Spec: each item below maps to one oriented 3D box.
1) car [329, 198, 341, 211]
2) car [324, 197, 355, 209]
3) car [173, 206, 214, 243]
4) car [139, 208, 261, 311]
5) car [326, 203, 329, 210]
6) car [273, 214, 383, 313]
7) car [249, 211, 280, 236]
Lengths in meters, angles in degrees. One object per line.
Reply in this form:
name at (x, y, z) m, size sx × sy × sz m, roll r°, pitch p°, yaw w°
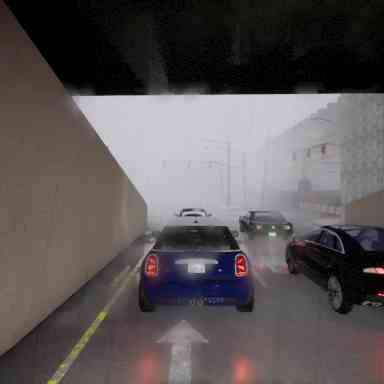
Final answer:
car at (17.406, 1.453, 34.753) m, size 2.038 × 1.542 × 4.974 m, roll 0°, pitch 0°, yaw -35°
car at (17.543, 1.295, 39.397) m, size 1.853 × 1.218 × 4.536 m, roll 0°, pitch 0°, yaw 45°
car at (0.065, 1.526, 16.961) m, size 1.812 × 1.442 × 4.674 m, roll 0°, pitch 0°, yaw 0°
car at (0.082, 1.352, 7.910) m, size 2.097 × 1.767 × 4.553 m, roll 0°, pitch 0°, yaw 0°
car at (17.507, 1.453, 39.360) m, size 2.038 × 1.542 × 4.974 m, roll 0°, pitch 0°, yaw 45°
car at (3.581, 1.492, 7.644) m, size 2.128 × 1.511 × 4.902 m, roll 0°, pitch 0°, yaw 0°
car at (3.587, 1.601, 16.970) m, size 1.895 × 1.301 × 4.718 m, roll 0°, pitch 0°, yaw 0°
